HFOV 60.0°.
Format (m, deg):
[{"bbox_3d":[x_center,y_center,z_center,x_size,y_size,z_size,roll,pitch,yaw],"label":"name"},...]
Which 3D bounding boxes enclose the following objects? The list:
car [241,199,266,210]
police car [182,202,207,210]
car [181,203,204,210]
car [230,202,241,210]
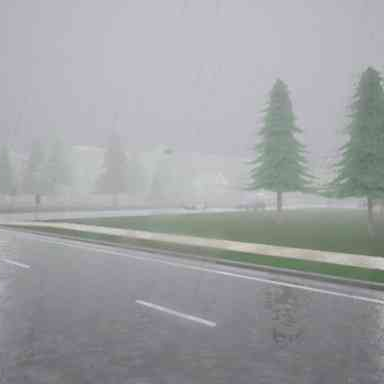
[{"bbox_3d":[12.387,2.477,64.986,2.150,2.045,5.566,0,-1,41],"label":"car"},{"bbox_3d":[0.617,2.618,62.017,2.038,1.542,4.974,0,-1,41],"label":"police car"},{"bbox_3d":[0.143,2.795,66.854,1.895,1.301,4.718,0,-1,41],"label":"car"},{"bbox_3d":[9.445,2.770,66.931,2.128,1.511,4.902,0,-1,41],"label":"car"}]
